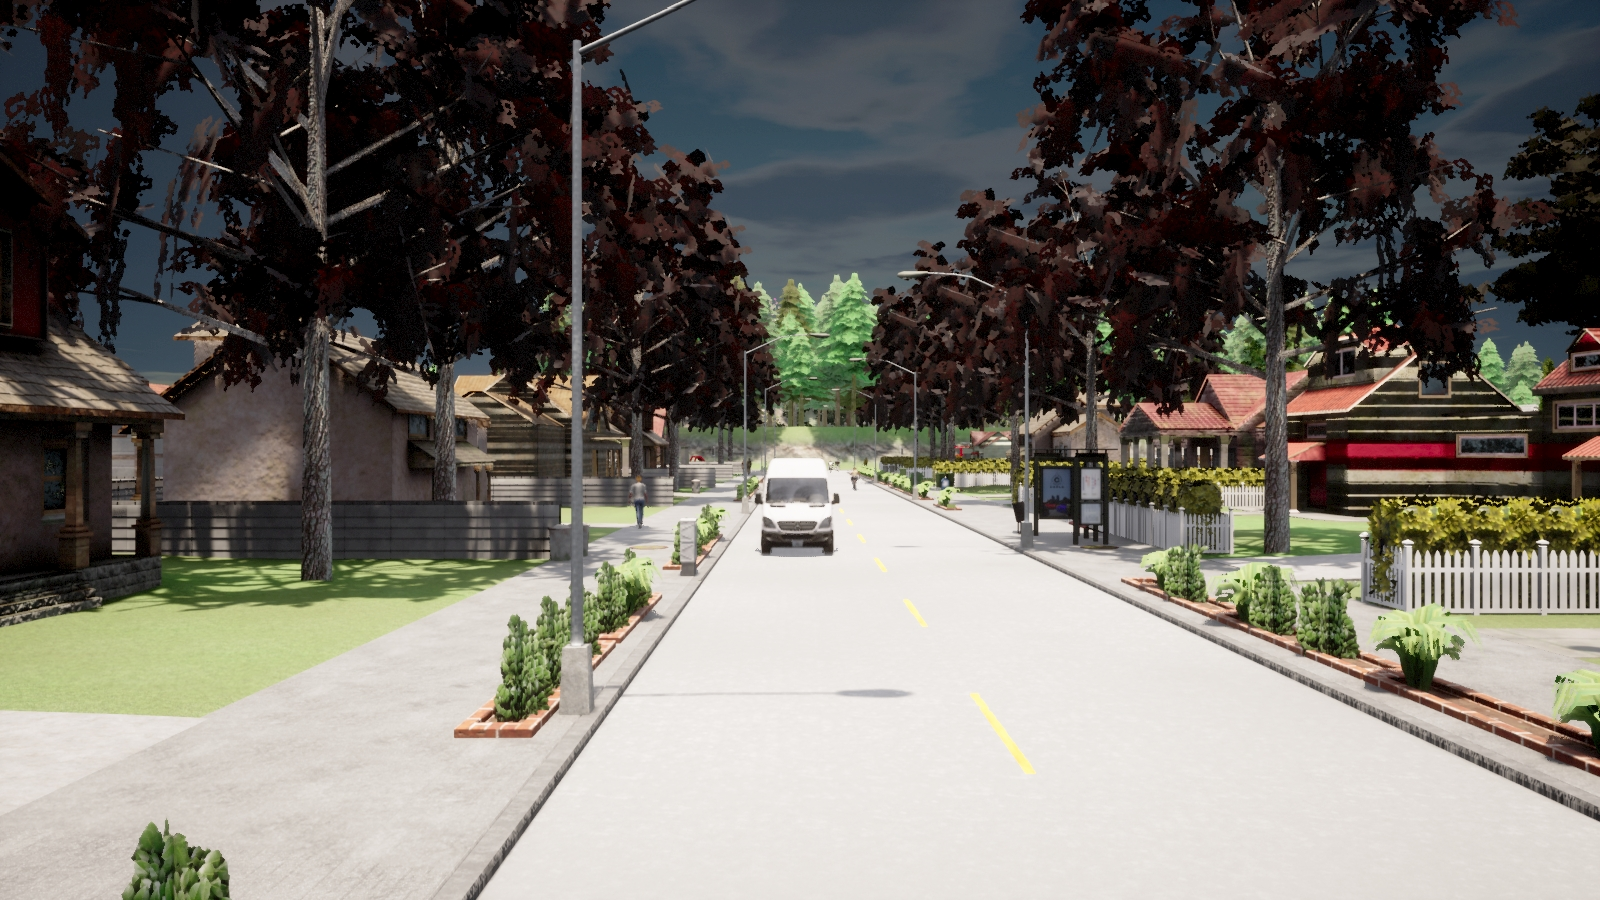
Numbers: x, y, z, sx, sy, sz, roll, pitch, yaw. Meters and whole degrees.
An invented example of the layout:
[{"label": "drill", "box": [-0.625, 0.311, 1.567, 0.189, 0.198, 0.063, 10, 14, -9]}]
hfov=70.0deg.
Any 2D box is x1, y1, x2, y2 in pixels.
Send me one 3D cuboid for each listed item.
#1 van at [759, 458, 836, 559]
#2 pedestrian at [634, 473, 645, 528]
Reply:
[{"label": "van", "box": [-0.068, 1.534, 32.466, 1.988, 2.561, 5.915, 0, 0, 0]}, {"label": "pedestrian", "box": [-5.536, 1.743, 39.415, 0.375, 1.860, 0.375, 0, 0, -8]}]
